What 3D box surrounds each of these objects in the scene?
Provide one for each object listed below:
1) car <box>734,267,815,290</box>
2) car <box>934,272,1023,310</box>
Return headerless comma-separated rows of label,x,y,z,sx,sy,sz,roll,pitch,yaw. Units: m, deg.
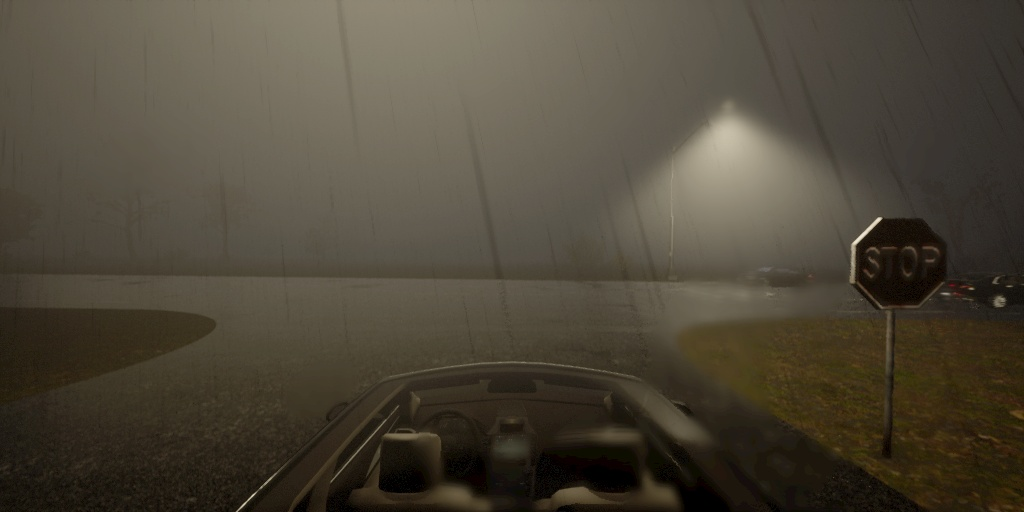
car,16.336,1.368,22.439,4.181,1.385,1.994,0,1,1
car,21.121,1.452,15.393,4.892,1.490,1.837,1,1,1
